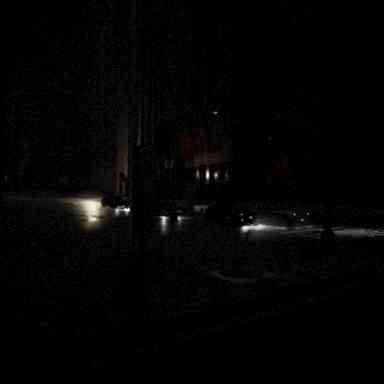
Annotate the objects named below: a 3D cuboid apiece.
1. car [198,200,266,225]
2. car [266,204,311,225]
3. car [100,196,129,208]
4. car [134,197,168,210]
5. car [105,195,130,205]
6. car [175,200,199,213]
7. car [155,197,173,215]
[{"bbox_3d":[2.650,1.444,23.046,1.994,1.385,4.181,1,0,-36],"label":"car"},{"bbox_3d":[6.055,1.533,23.883,1.895,1.301,4.718,1,0,-36],"label":"car"},{"bbox_3d":[-9.319,1.165,40.052,2.033,1.411,5.357,1,0,-35],"label":"car"},{"bbox_3d":[-4.926,1.292,39.463,1.895,1.301,4.718,1,0,-35],"label":"car"},{"bbox_3d":[-10.737,1.166,47.769,1.895,1.301,4.718,1,0,-35],"label":"car"},{"bbox_3d":[0.762,1.416,31.371,1.895,1.301,4.718,1,0,-35],"label":"car"},{"bbox_3d":[-3.225,1.228,31.394,1.882,1.535,5.008,1,0,-35],"label":"car"}]
